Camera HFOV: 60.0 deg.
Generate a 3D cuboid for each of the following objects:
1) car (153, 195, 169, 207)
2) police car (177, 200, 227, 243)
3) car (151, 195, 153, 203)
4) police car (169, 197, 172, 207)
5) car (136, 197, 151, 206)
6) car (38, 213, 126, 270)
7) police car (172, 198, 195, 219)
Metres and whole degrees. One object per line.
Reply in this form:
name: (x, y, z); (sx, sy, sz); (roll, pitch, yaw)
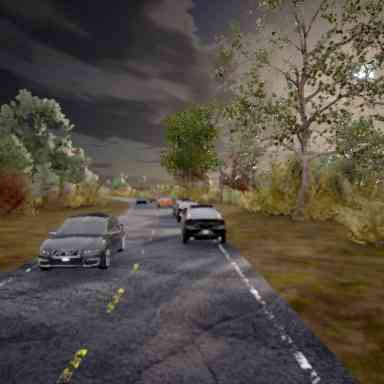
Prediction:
car: (-4.184, 1.285, 49.713); (2.097, 1.767, 4.553); (0, 0, -10)
police car: (0.431, 1.402, 16.051); (1.930, 1.638, 5.238); (0, 0, -3)
car: (-7.295, 1.274, 65.598); (2.097, 1.767, 4.553); (0, 0, -13)
police car: (-0.898, 1.381, 32.122); (1.930, 1.638, 5.238); (0, 0, -6)
car: (-8.202, 1.535, 54.341); (1.895, 1.301, 4.718); (0, 0, -10)
car: (-3.384, 1.494, 11.039); (1.837, 1.490, 4.892); (0, 0, -3)
police car: (-0.300, 1.389, 26.104); (1.930, 1.638, 5.238); (0, 0, -5)
